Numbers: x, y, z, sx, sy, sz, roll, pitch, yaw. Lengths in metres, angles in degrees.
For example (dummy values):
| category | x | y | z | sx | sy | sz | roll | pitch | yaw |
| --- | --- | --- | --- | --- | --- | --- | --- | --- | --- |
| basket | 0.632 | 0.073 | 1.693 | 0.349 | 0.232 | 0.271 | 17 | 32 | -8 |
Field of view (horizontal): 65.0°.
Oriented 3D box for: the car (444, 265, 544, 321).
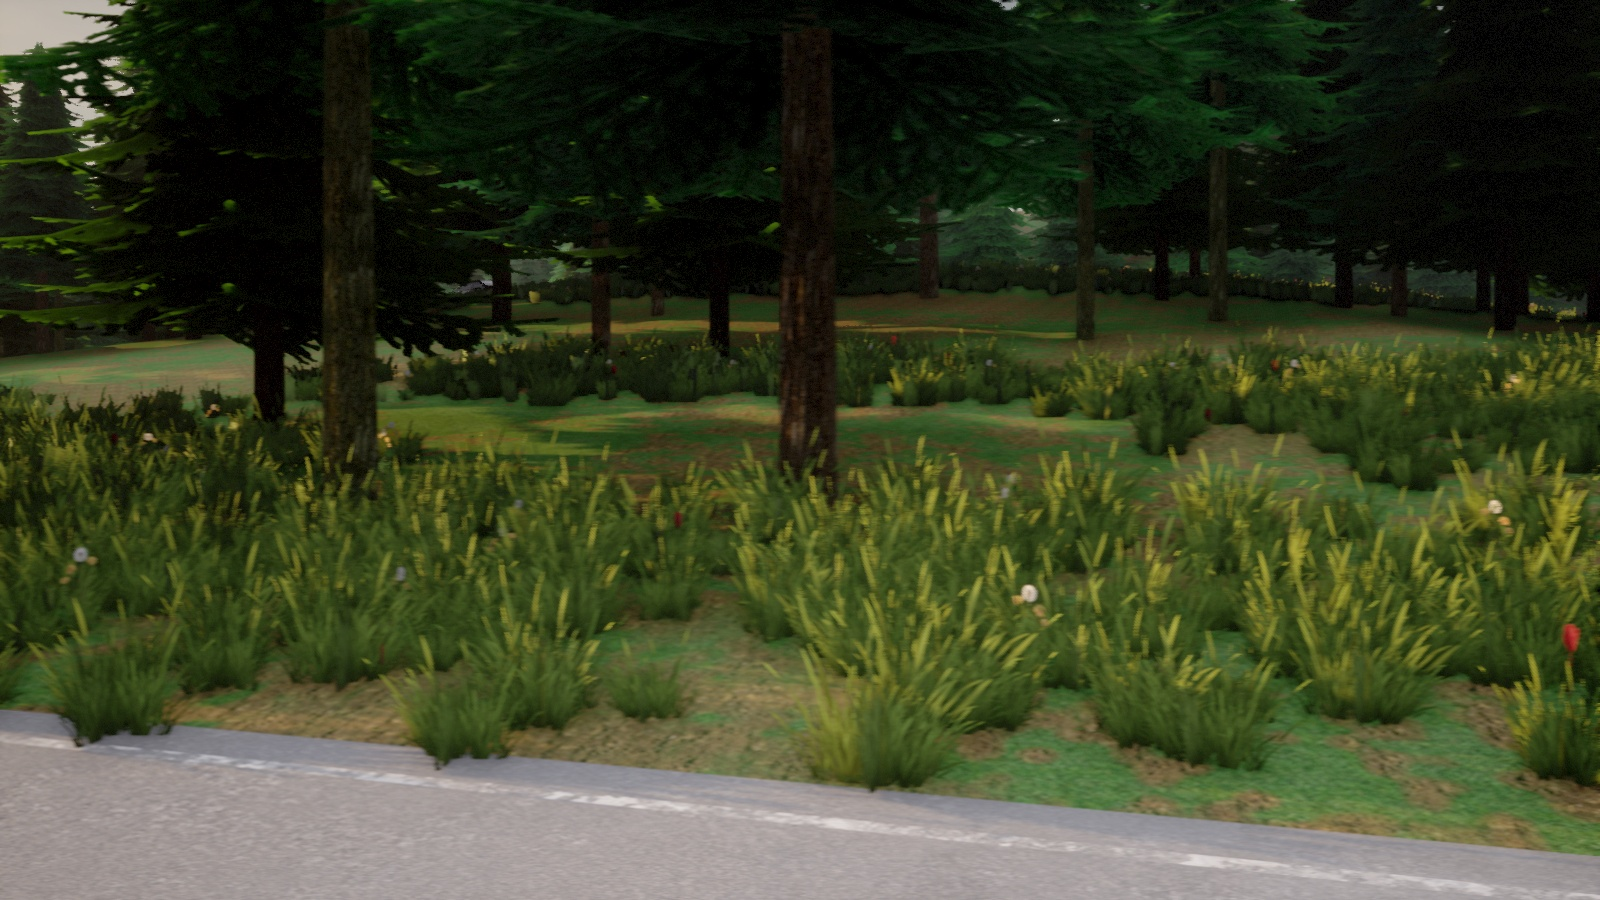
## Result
| category | x | y | z | sx | sy | sz | roll | pitch | yaw |
| --- | --- | --- | --- | --- | --- | --- | --- | --- | --- |
| car | -13.709 | -6.978 | 56.146 | 2.242 | 1.667 | 4.611 | -1 | -3 | -44 |
